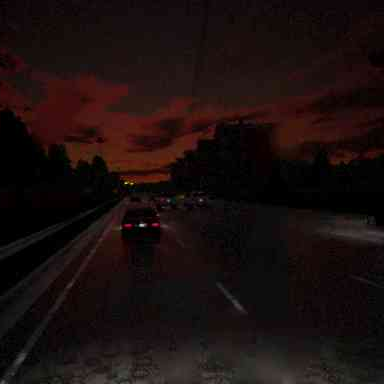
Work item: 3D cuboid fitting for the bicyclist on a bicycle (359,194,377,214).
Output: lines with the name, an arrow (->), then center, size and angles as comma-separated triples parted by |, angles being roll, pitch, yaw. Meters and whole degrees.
bicyclist on a bicycle -> 13.973, 0.945, 26.423 | 1.656, 1.620, 0.582 | -1, 0, -10

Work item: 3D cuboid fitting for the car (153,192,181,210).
car -> -3.132, 1.052, 40.432 | 2.150, 2.045, 5.566 | -1, 0, -10

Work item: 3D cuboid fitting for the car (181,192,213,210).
car -> 0.525, 0.999, 39.820 | 2.150, 2.045, 5.566 | -1, 0, -10

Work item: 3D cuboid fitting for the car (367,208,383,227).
car -> 11.489, 1.206, 17.542 | 1.882, 1.535, 5.008 | -1, 1, -10

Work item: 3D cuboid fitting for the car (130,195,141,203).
car -> -10.718, 1.357, 62.962 | 1.812, 1.442, 4.674 | -1, 0, -10

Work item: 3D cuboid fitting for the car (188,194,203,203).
car -> 0.523, 1.173, 60.275 | 1.837, 1.490, 4.892 | -1, -1, -10

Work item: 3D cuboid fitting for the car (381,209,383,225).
car -> 9.039, 1.401, 11.197 | 1.895, 1.301, 4.718 | -1, 0, -10

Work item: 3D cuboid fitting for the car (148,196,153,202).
car -> -7.990, 1.363, 67.590 | 1.895, 1.301, 4.718 | -1, 0, -10

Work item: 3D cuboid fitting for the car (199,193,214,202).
car -> 2.850, 1.077, 67.172 | 1.882, 1.535, 5.008 | -1, 0, -10

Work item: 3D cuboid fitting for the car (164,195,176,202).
car -> -4.673, 1.260, 68.914 | 1.994, 1.385, 4.181 | -1, 0, -10

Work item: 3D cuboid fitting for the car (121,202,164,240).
car -> -2.608, 1.497, 16.993 | 2.033, 1.411, 5.357 | -1, 0, -10

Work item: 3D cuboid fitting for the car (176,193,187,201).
car -> -2.484, 1.110, 76.535 | 1.882, 1.535, 5.008 | -1, 0, -10
